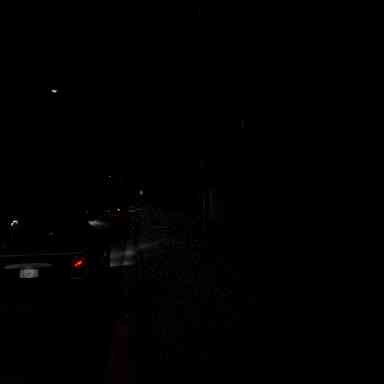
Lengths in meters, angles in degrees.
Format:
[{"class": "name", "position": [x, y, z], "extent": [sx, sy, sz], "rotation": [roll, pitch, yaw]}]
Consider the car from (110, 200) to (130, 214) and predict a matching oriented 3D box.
[{"class": "car", "position": [-8.258, 1.647, 37.995], "extent": [1.837, 1.490, 4.892], "rotation": [0, 0, -9]}]

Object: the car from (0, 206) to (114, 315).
[{"class": "car", "position": [-3.068, 1.379, 7.621], "extent": [2.097, 1.767, 4.553], "rotation": [0, 0, -10]}]

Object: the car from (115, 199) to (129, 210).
[{"class": "car", "position": [-10.089, 1.790, 48.303], "extent": [1.895, 1.301, 4.718], "rotation": [0, 0, -10]}]

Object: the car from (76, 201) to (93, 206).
[{"class": "car", "position": [-9.694, 1.605, 29.313], "extent": [1.882, 1.535, 5.008], "rotation": [0, 0, -10]}]

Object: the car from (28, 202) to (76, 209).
[{"class": "car", "position": [-7.574, 1.433, 17.014], "extent": [2.097, 1.767, 4.553], "rotation": [0, 0, -10]}]
